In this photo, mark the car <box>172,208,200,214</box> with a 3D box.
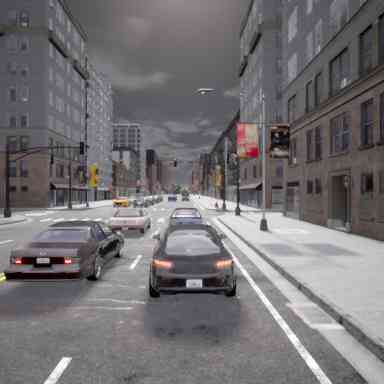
[{"bbox_3d":[-0.327,1.552,18.038,2.033,1.411,5.357,0,0,-1],"label":"car"}]

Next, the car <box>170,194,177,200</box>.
[{"bbox_3d":[-5.026,1.397,90.726,1.837,1.490,4.892,0,0,-1],"label":"car"}]

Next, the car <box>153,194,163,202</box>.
[{"bbox_3d":[-8.053,1.370,79.500,2.097,1.767,4.553,0,0,-1],"label":"car"}]

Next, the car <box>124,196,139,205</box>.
[{"bbox_3d":[-10.990,1.551,60.742,1.812,1.442,4.674,0,0,-1],"label":"car"}]

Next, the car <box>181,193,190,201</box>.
[{"bbox_3d":[-1.577,1.620,80.820,1.895,1.301,4.718,0,0,-1],"label":"car"}]

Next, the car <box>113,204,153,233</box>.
[{"bbox_3d":[-3.506,1.607,19.455,1.895,1.301,4.718,0,0,-1],"label":"car"}]

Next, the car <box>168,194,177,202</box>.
[{"bbox_3d":[-4.818,1.502,80.308,1.882,1.535,5.008,0,0,-1],"label":"car"}]

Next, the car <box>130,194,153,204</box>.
[{"bbox_3d":[-7.559,1.513,50.046,2.128,1.511,4.902,0,0,-1],"label":"car"}]

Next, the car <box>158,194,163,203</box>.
[{"bbox_3d":[-7.850,1.553,69.269,2.128,1.511,4.902,0,0,-1],"label":"car"}]

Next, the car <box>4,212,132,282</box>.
[{"bbox_3d":[-3.311,1.549,9.790,2.033,1.411,5.357,0,0,-1],"label":"car"}]

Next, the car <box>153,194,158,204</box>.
[{"bbox_3d":[-7.727,1.517,59.399,2.128,1.511,4.902,0,0,-1],"label":"car"}]

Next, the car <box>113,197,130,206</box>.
[{"bbox_3d":[-10.841,1.500,51.520,1.882,1.535,5.008,0,0,-1],"label":"car"}]

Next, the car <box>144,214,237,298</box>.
[{"bbox_3d":[-0.035,1.527,8.451,1.812,1.442,4.674,0,0,-2],"label":"car"}]
